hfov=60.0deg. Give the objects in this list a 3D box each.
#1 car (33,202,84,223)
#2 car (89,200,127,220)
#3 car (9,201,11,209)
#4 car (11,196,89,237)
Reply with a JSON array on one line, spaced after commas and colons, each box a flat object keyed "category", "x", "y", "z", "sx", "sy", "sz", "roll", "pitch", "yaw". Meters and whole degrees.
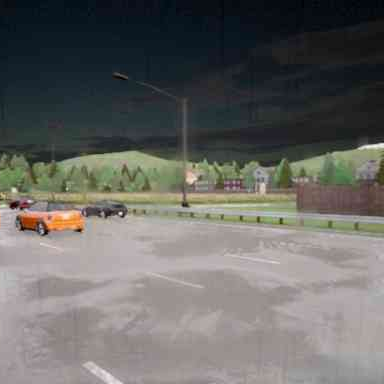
[{"category": "car", "x": -10.269, "y": 1.513, "z": 25.388, "sx": 4.718, "sy": 1.301, "sz": 1.895, "roll": 0, "pitch": 0, "yaw": 44}, {"category": "car", "x": -7.257, "y": 1.394, "z": 27.335, "sx": 4.892, "sy": 1.490, "sz": 1.837, "roll": 0, "pitch": 0, "yaw": 44}, {"category": "car", "x": -20.340, "y": 1.231, "z": 40.118, "sx": 4.553, "sy": 1.767, "sz": 2.097, "roll": 0, "pitch": 0, "yaw": 44}, {"category": "car", "x": -7.825, "y": 1.291, "z": 18.104, "sx": 4.553, "sy": 1.767, "sz": 2.097, "roll": 0, "pitch": 0, "yaw": 44}]
